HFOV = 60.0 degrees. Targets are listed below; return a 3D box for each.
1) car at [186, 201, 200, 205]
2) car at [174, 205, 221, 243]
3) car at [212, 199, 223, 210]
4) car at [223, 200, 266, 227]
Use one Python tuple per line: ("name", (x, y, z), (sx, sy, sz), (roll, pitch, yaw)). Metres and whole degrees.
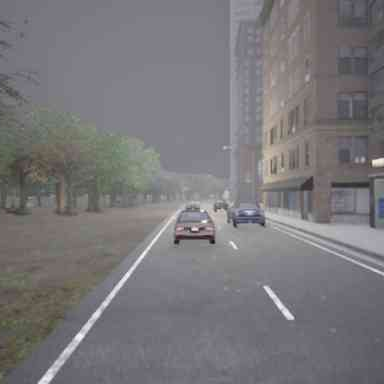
("car", (0.121, 1.822, 42.437), (1.895, 1.301, 4.718), (0, -1, 0))
("car", (0.105, 1.556, 15.961), (2.033, 1.411, 5.357), (0, 0, 0))
("car", (3.629, 1.725, 42.335), (1.837, 1.490, 4.892), (0, -1, 0))
("car", (3.616, 1.385, 22.960), (2.097, 1.767, 4.553), (0, 0, 0))
